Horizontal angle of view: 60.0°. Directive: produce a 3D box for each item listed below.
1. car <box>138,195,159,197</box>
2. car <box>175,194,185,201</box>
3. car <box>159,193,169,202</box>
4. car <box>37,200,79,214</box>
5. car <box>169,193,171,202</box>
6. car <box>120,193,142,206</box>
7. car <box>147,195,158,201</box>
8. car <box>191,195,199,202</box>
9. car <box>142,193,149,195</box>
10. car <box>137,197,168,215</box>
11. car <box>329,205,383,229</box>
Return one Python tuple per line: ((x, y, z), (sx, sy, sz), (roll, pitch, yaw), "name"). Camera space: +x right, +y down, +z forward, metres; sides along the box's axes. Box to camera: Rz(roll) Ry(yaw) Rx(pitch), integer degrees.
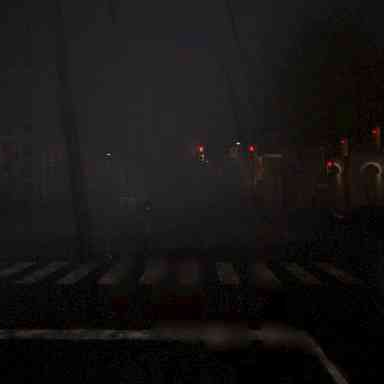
((-6.745, 1.601, 51.263), (1.895, 1.301, 4.718), (0, 0, 0), "car")
((-2.781, 1.279, 78.628), (2.097, 1.767, 4.553), (0, 0, 1), "car")
((-6.478, 1.477, 67.979), (1.882, 1.535, 5.008), (0, 0, 1), "car")
((-14.545, 1.564, 36.148), (4.181, 1.385, 1.994), (0, 0, -45), "car")
((-6.265, 1.224, 79.611), (2.150, 2.045, 5.566), (0, 0, 1), "car")
((-10.227, 1.220, 54.648), (2.150, 2.045, 5.566), (0, 0, 0), "car")
((-9.727, 1.529, 81.784), (2.033, 1.411, 5.357), (0, 0, 1), "car")
((0.719, 1.450, 78.599), (2.128, 1.511, 4.902), (0, 0, 1), "car")
((-9.952, 1.221, 68.858), (2.150, 2.045, 5.566), (0, 0, 1), "car")
((-4.103, 1.526, 33.719), (1.812, 1.442, 4.674), (0, 0, -18), "car")
((11.528, 1.547, 20.911), (5.357, 1.411, 2.033), (0, 0, 0), "car")
